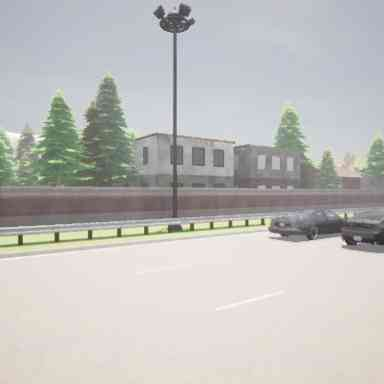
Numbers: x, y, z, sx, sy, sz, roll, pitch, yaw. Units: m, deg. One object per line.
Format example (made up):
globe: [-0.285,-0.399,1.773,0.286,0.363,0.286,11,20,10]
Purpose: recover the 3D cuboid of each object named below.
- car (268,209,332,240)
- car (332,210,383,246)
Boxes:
car: [6.236,1.563,16.916,5.357,1.411,2.033,0,0,-35]
car: [8.269,1.516,14.066,4.892,1.490,1.837,0,0,-35]
